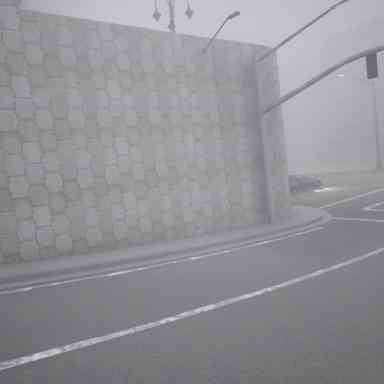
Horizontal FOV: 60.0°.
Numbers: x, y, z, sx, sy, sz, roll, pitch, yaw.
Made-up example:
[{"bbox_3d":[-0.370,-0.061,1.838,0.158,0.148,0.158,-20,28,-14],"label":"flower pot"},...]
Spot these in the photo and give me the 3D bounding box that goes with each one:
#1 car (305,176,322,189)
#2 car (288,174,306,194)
[{"bbox_3d":[9.628,-0.901,30.395,1.994,1.385,4.181,-10,6,-34],"label":"car"},{"bbox_3d":[6.807,-0.597,28.333,2.097,1.767,4.553,-10,6,-35],"label":"car"}]
